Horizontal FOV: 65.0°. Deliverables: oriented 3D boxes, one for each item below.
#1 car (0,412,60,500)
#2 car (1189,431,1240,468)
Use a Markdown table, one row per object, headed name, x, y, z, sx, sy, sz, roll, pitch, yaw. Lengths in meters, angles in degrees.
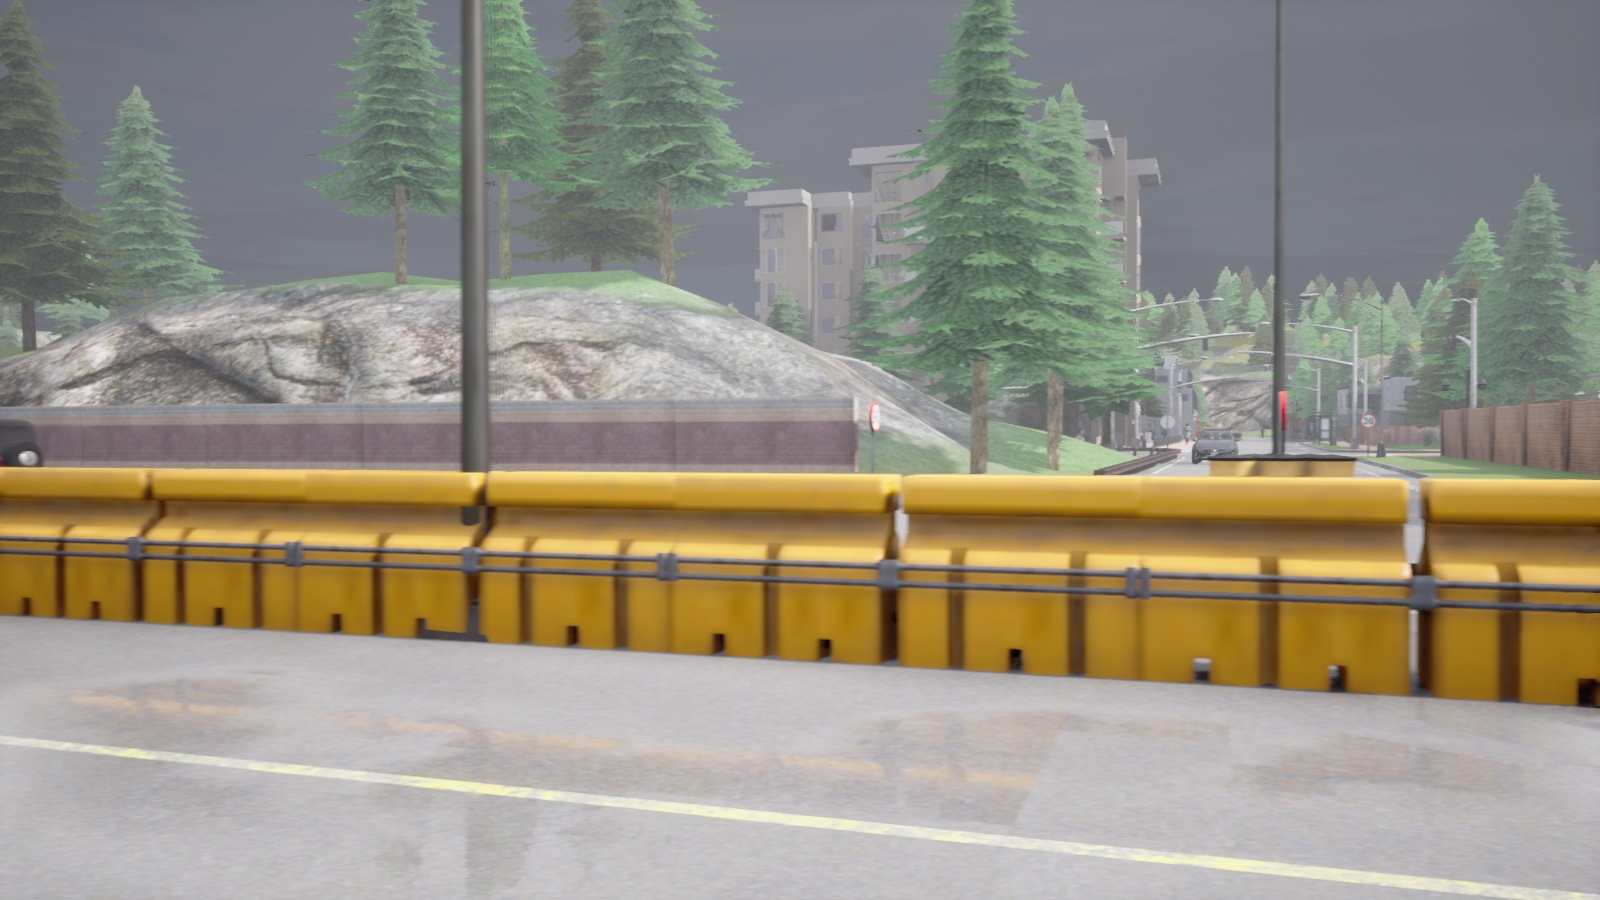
| name | x | y | z | sx | sy | sz | roll | pitch | yaw |
| --- | --- | --- | --- | --- | --- | --- | --- | --- | --- |
| car | -18.766 | 0.104 | 27.898 | 3.866 | 1.878 | 1.905 | 0 | 1 | 18 |
| car | 18.211 | -0.060 | 55.104 | 2.007 | 1.525 | 4.514 | 1 | 1 | 20 |
